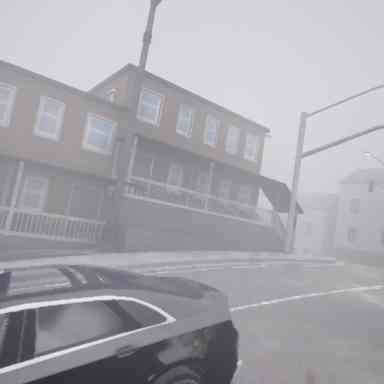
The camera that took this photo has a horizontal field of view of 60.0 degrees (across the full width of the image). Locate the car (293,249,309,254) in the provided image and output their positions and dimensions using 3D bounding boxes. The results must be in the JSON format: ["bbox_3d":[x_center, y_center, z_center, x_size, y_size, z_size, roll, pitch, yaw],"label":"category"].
[{"bbox_3d":[8.834,5.851,30.370,2.128,1.511,4.902,13,-16,-34],"label":"car"}]

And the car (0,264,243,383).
[{"bbox_3d":[-1.772,1.483,2.728,4.902,1.511,2.128,0,0,-36],"label":"car"}]
